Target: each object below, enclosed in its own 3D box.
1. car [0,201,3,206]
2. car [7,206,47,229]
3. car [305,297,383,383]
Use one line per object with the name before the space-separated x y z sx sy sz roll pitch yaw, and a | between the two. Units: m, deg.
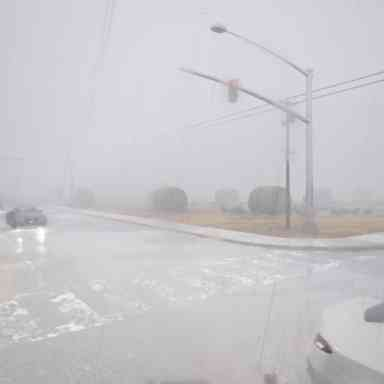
car | -25.298 1.387 42.642 1.994 1.385 4.181 0 0 -35
car | -10.908 1.602 21.891 1.994 1.385 4.181 0 1 -35
car | 2.923 1.562 1.944 1.812 1.442 4.674 0 0 -35
